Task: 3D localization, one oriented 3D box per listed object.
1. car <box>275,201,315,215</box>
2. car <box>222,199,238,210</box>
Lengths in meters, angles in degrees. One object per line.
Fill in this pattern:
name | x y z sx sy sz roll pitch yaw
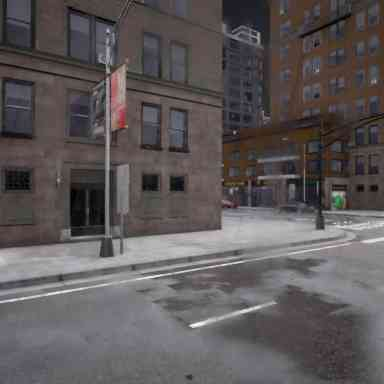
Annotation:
car | 10.548 1.580 34.281 1.947 1.339 4.313 0 0 -35
car | 4.190 1.594 43.285 1.802 1.307 4.206 0 0 -35
